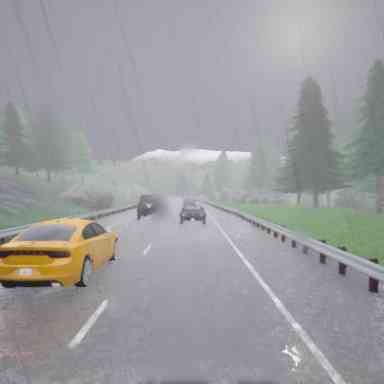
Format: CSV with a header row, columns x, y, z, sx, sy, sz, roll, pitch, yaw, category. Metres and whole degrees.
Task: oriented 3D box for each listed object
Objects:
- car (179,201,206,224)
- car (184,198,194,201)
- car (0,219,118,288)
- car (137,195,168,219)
x,y,z,sx,sy,sz,roll,pitch,yaw,category
0.064,1.621,25.214,1.895,1.301,4.718,0,0,0,car
-0.432,1.587,48.437,2.033,1.411,5.357,0,0,-2,car
-3.402,1.485,9.277,1.882,1.535,5.008,0,0,0,car
-3.409,1.245,29.045,2.150,2.045,5.566,0,0,0,car
